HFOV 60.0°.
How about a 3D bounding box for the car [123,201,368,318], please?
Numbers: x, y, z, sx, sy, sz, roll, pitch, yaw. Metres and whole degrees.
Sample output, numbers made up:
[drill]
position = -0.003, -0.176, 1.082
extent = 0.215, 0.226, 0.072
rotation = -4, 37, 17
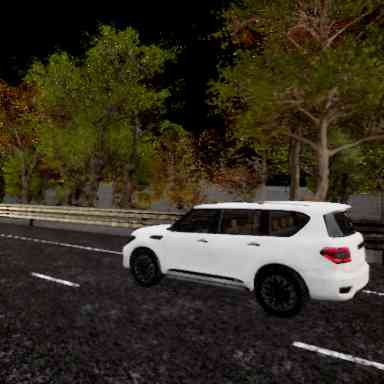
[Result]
[car]
position = 0.906, 1.221, 7.646
extent = 5.566, 2.045, 2.150
rotation = 0, 0, 36
